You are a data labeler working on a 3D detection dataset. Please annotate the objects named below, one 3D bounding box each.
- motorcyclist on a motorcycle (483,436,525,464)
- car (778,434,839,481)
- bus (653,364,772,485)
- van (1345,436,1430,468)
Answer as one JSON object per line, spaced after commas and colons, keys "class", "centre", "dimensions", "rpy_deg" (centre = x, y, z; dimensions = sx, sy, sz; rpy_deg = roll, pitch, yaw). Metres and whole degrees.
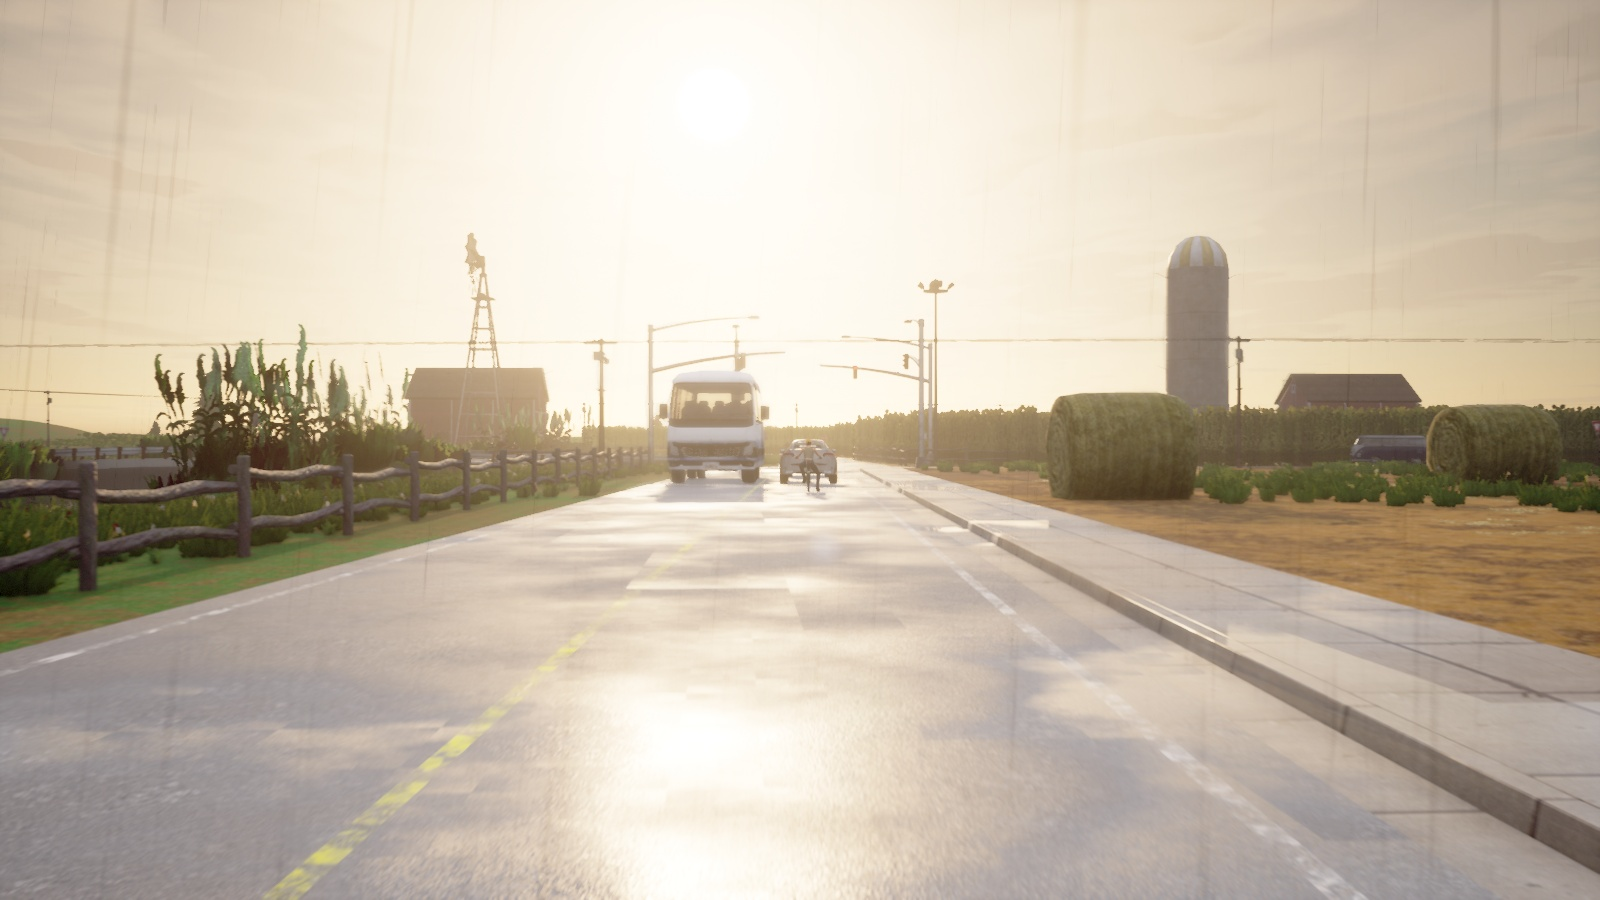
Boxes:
{"class": "motorcyclist on a motorcycle", "centre": [-17.318, 0.017, 73.482], "dimensions": [2.191, 1.530, 0.866], "rpy_deg": [3, 0, 3]}
{"class": "car", "centre": [0.315, 0.259, 47.210], "dimensions": [2.152, 1.651, 5.027], "rpy_deg": [0, 0, 0]}
{"class": "bus", "centre": [-3.185, -0.910, 49.286], "dimensions": [3.944, 4.253, 10.273], "rpy_deg": [0, 0, 0]}
{"class": "van", "centre": [36.315, 0.126, 77.640], "dimensions": [4.442, 1.987, 1.775], "rpy_deg": [0, 0, -3]}
